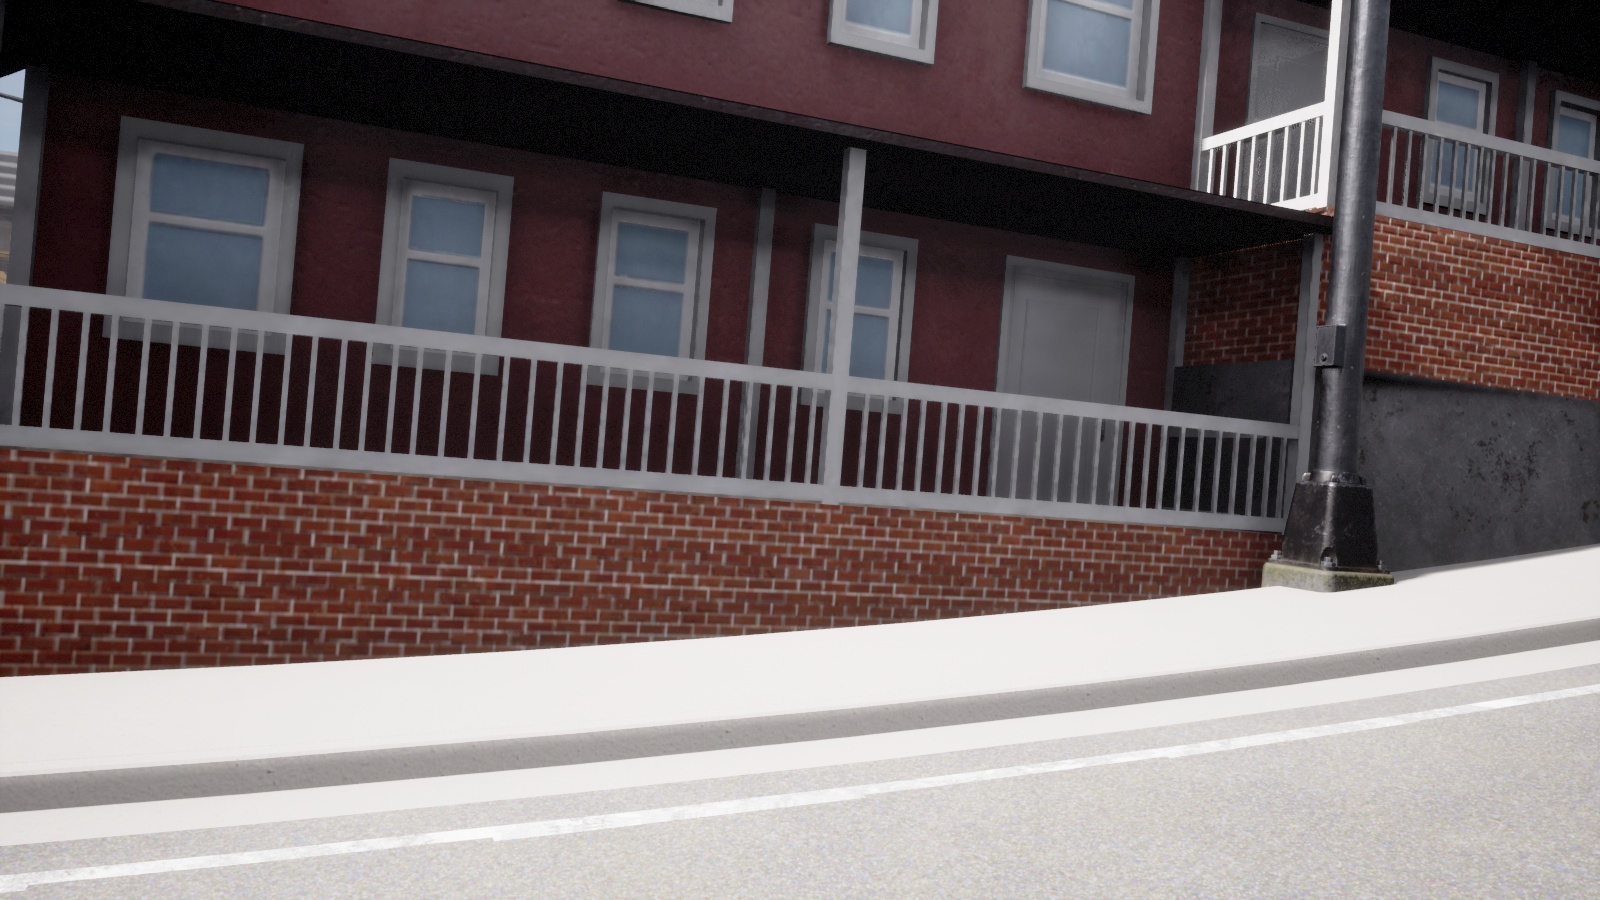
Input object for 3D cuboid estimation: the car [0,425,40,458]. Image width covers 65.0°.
[{"bbox_3d":[-38.815,-0.496,59.285,4.674,1.442,1.812,4,-1,-21],"label":"car"}]
